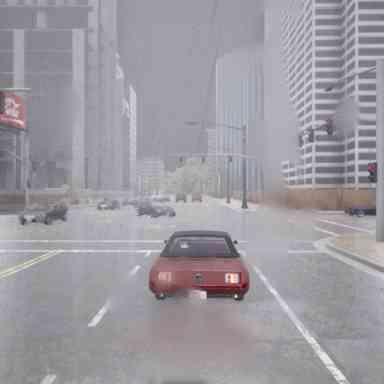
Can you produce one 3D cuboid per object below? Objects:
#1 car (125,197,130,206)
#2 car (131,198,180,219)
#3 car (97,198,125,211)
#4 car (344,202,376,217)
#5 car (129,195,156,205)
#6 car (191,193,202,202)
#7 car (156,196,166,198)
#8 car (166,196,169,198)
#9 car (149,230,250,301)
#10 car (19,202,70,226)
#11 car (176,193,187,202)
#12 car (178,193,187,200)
[{"bbox_3d":[-9.833,1.526,53.184,1.812,1.442,4.674,0,0,1],"label":"car"},{"bbox_3d":[-3.309,1.526,29.337,1.812,1.442,4.674,-1,0,-35],"label":"car"},{"bbox_3d":[-10.034,1.491,40.200,2.128,1.511,4.902,0,0,1],"label":"car"},{"bbox_3d":[16.547,1.601,30.443,4.718,1.301,1.895,0,0,1],"label":"car"},{"bbox_3d":[-6.473,1.491,44.320,2.128,1.511,4.902,0,0,1],"label":"car"},{"bbox_3d":[1.048,1.216,73.394,2.150,2.045,5.566,0,0,1],"label":"car"},{"bbox_3d":[-6.231,1.600,59.332,1.895,1.301,4.718,0,0,1],"label":"car"},{"bbox_3d":[-5.941,1.592,74.181,1.895,1.301,4.718,0,0,1],"label":"car"},{"bbox_3d":[0.216,1.601,8.322,1.895,1.301,4.718,0,0,2],"label":"car"},{"bbox_3d":[-10.279,1.491,23.482,2.128,1.511,4.902,0,0,1],"label":"car"},{"bbox_3d":[-2.452,1.216,73.445,2.150,2.045,5.566,0,0,1],"label":"car"},{"bbox_3d":[-2.297,1.184,84.085,2.097,1.767,4.553,0,0,1],"label":"car"}]
